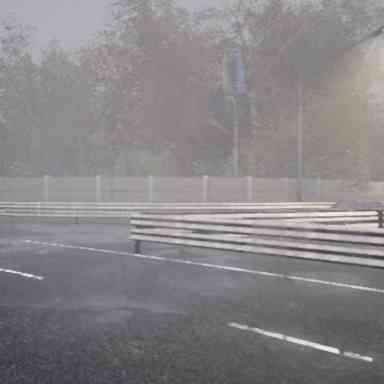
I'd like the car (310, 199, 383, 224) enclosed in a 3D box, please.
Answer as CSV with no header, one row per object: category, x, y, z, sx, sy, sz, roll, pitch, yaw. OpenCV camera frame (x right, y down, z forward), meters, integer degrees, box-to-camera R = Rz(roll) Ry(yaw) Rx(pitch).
car,8.976,1.211,18.840,4.553,1.767,2.097,0,1,-21
